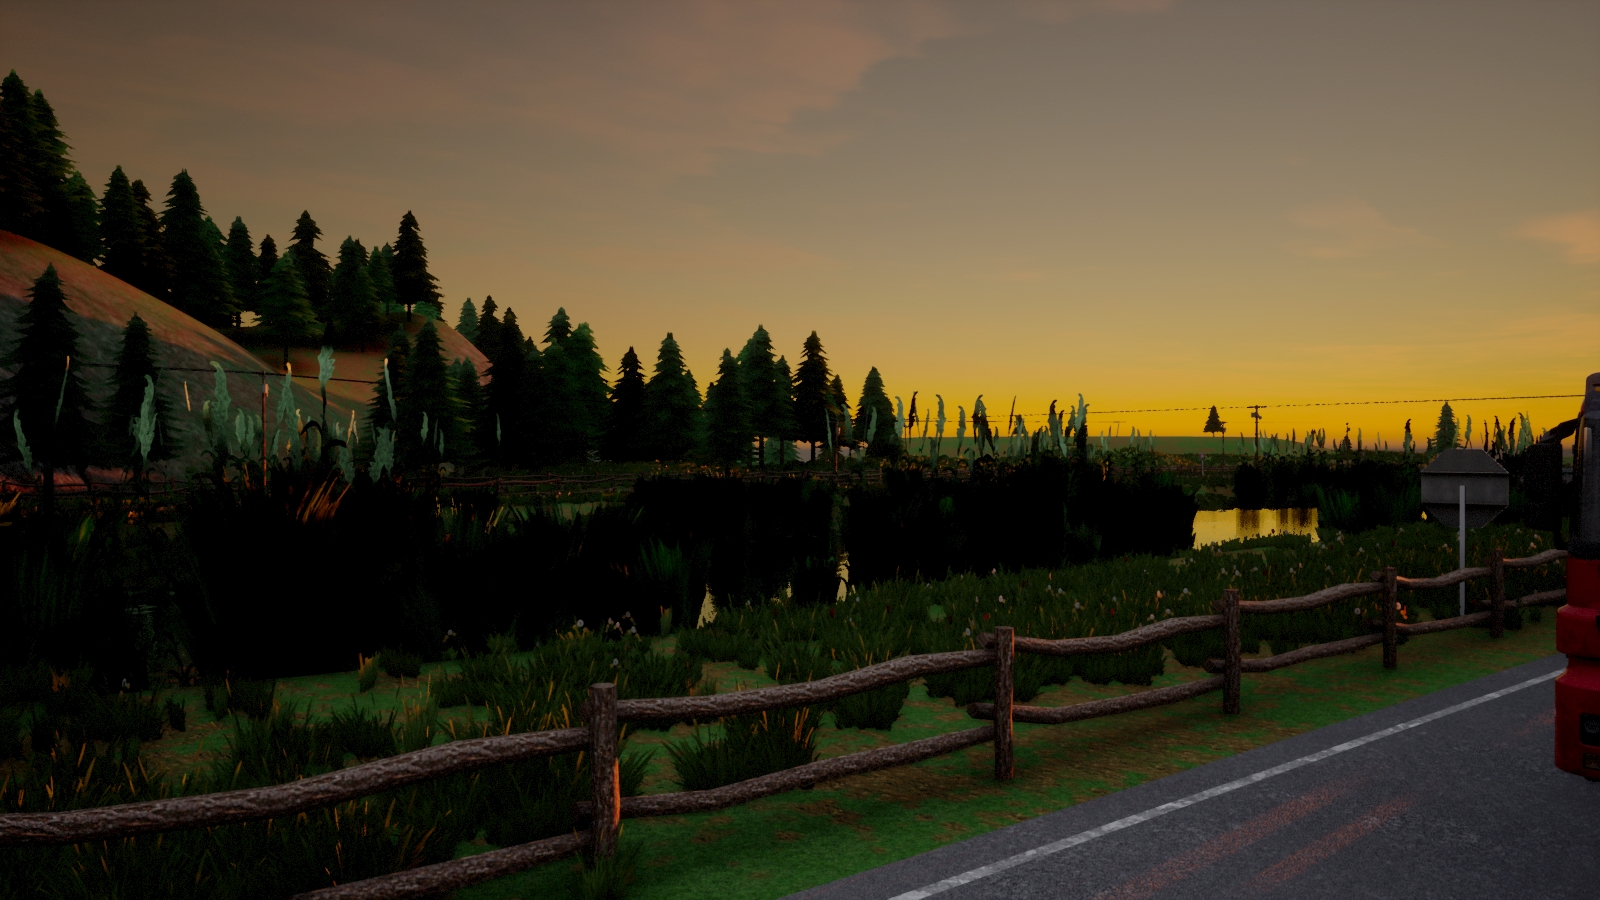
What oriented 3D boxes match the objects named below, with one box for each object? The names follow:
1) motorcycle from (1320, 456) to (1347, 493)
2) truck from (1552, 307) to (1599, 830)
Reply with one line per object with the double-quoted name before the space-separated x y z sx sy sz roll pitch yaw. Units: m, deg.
"motorcycle" 34.778 1.577 74.507 2.033 2.348 0.803 0 0 -39
"truck" 9.425 0.862 10.922 2.891 3.827 8.468 0 0 39
